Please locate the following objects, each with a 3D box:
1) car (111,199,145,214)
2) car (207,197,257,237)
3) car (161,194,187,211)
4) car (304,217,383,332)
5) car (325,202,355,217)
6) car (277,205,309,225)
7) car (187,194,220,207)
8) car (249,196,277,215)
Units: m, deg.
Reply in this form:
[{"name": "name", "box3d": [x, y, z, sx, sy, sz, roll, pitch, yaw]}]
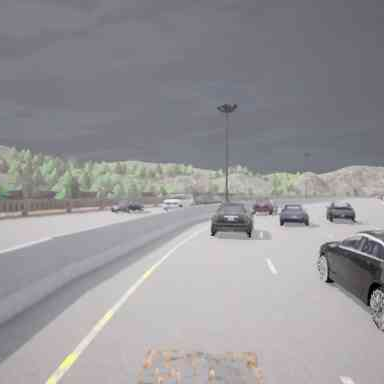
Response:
[{"name": "car", "box3d": [-7.005, 1.544, 36.619, 2.128, 1.511, 4.902, 0, 0, 21]}, {"name": "car", "box3d": [2.377, 1.377, 18.634, 2.097, 1.767, 4.553, 0, 0, 12]}, {"name": "car", "box3d": [-1.625, 1.304, 40.602, 2.150, 2.045, 5.566, 0, 0, 24]}, {"name": "car", "box3d": [4.051, 1.509, 6.717, 2.128, 1.511, 4.902, 0, 0, 4]}, {"name": "car", "box3d": [11.941, 1.561, 26.887, 2.128, 1.511, 4.902, 0, 0, 19]}, {"name": "car", "box3d": [7.469, 1.616, 24.411, 1.994, 1.385, 4.181, 0, 0, 16]}, {"name": "car", "box3d": [1.857, 1.310, 39.827, 2.150, 2.045, 5.566, 0, 0, 25]}, {"name": "car", "box3d": [7.920, 1.440, 35.685, 2.097, 1.767, 4.553, 0, 0, 23]}]
